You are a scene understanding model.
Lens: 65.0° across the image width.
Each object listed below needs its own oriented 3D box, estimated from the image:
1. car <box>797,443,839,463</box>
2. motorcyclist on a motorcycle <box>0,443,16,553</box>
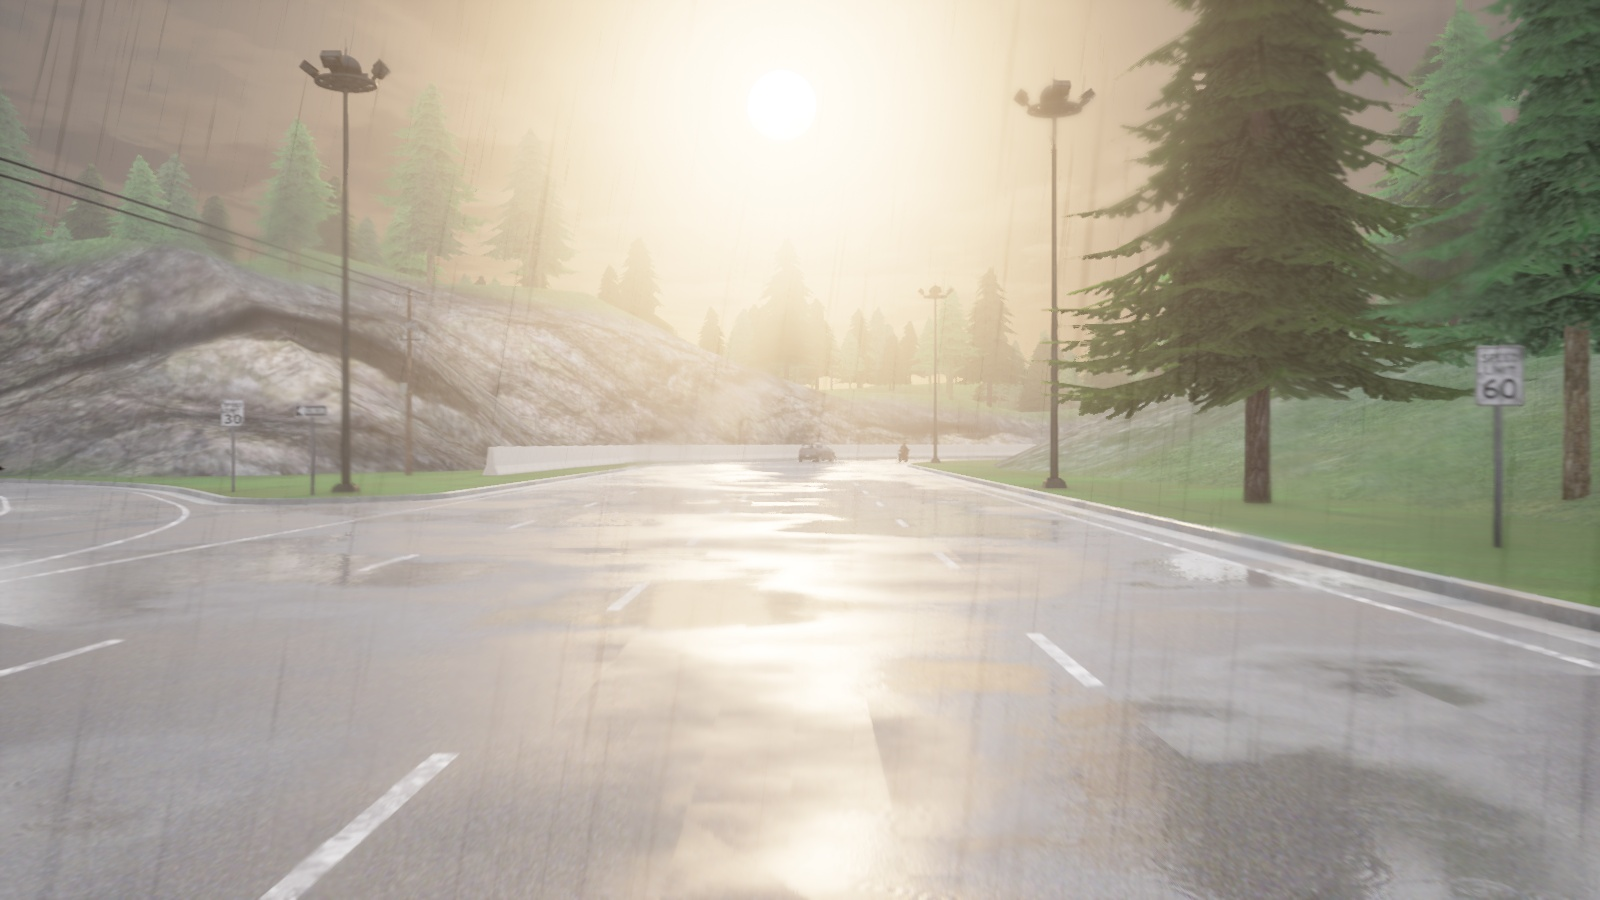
[{"bbox_3d":[1.404,0.228,95.736,1.845,1.501,3.633,0,0,25],"label":"car"},{"bbox_3d":[-11.466,0.679,16.825,0.866,1.530,2.191,0,0,-10],"label":"motorcyclist on a motorcycle"}]
